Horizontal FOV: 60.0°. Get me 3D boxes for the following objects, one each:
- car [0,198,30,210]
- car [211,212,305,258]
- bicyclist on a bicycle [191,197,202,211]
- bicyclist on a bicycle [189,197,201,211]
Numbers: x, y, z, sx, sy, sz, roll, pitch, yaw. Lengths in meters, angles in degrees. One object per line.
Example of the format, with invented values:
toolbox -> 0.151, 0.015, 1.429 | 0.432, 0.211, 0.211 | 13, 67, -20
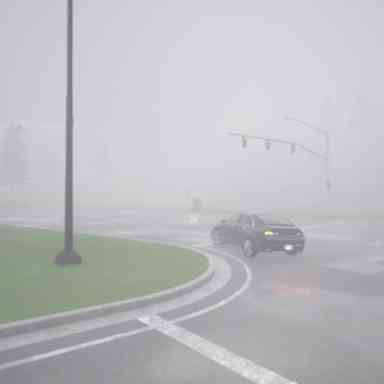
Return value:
car -> -24.127, 1.500, 44.120 | 5.008, 1.535, 1.882 | 0, 0, 10
car -> 2.379, 1.547, 13.038 | 1.837, 1.490, 4.892 | 4, -1, -18
bicyclist on a bicycle -> 0.678, 1.403, 38.356 | 0.582, 1.620, 1.656 | 0, 0, 34
bicyclist on a bicycle -> 0.309, 1.402, 38.605 | 0.582, 1.620, 1.656 | 0, 0, 34
